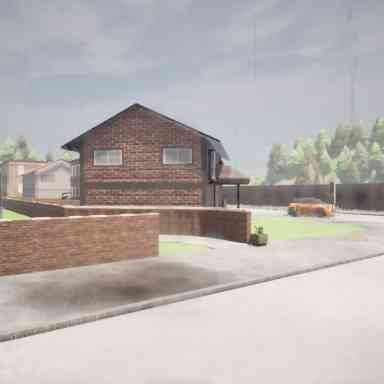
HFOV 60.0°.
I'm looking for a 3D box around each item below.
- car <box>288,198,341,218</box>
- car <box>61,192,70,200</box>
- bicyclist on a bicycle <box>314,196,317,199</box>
[{"bbox_3d":[11.024,1.352,30.180,2.097,1.767,4.553,0,0,-36],"label":"car"},{"bbox_3d":[-14.083,0.973,38.794,1.905,1.878,3.866,0,0,-35],"label":"car"},{"bbox_3d":[14.683,1.349,39.508,1.656,1.620,0.582,0,0,-36],"label":"bicyclist on a bicycle"}]
